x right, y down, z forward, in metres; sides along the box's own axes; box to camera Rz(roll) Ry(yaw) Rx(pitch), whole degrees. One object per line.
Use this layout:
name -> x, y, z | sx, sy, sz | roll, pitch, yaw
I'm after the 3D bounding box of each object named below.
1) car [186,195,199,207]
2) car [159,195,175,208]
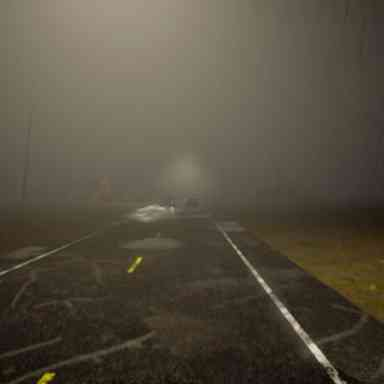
car -> 0.097, 1.582, 52.482 | 1.994, 1.385, 4.181 | 0, 0, 0
car -> -3.577, 1.368, 49.080 | 2.097, 1.767, 4.553 | 0, 0, 0
